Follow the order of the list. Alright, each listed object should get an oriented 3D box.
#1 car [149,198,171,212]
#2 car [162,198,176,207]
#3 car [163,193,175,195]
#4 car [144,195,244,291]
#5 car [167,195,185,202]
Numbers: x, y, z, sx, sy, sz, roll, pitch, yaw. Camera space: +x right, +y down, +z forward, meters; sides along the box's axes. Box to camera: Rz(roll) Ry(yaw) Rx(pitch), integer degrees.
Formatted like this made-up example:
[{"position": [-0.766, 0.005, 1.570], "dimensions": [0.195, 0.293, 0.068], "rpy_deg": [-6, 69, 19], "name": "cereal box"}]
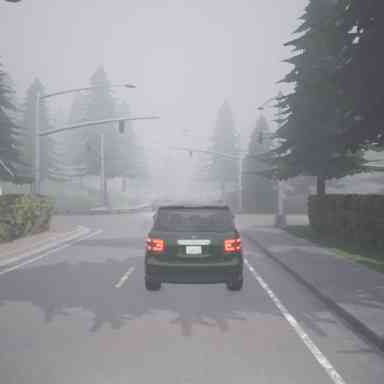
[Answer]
[{"position": [-3.646, 1.491, 39.088], "dimensions": [2.128, 1.511, 4.902], "rpy_deg": [0, 0, 0], "name": "car"}, {"position": [-3.659, 1.600, 53.759], "dimensions": [1.895, 1.301, 4.718], "rpy_deg": [0, 0, 0], "name": "car"}, {"position": [-4.441, 1.221, 68.141], "dimensions": [2.150, 2.045, 5.566], "rpy_deg": [0, 0, -23], "name": "car"}, {"position": [0.052, 1.221, 9.156], "dimensions": [2.150, 2.045, 5.566], "rpy_deg": [0, 0, 0], "name": "car"}, {"position": [-3.628, 1.524, 74.105], "dimensions": [1.812, 1.442, 4.674], "rpy_deg": [0, 0, -35], "name": "car"}]
